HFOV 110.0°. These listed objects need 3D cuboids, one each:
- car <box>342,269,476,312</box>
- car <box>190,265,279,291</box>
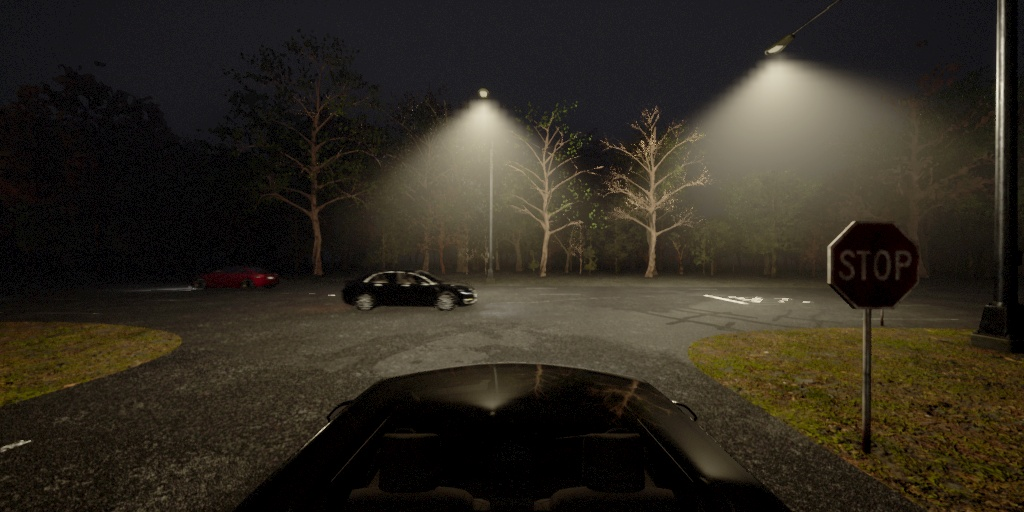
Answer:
[{"bbox_3d":[-3.806,1.256,13.571,4.892,1.490,1.837,0,0,0],"label":"car"},{"bbox_3d":[-15.942,1.224,20.745,4.181,1.385,1.994,0,0,1],"label":"car"}]
